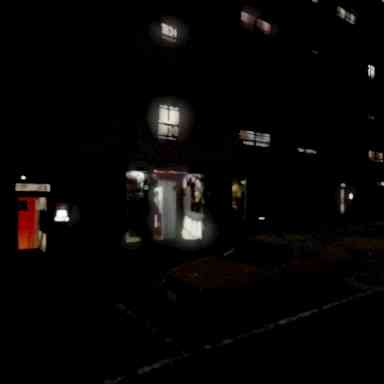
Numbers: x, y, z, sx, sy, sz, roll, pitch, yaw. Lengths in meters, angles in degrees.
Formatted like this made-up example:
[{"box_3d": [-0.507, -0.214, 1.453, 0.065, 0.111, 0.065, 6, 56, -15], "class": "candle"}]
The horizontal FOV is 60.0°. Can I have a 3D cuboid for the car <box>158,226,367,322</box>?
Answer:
[{"box_3d": [1.612, 1.528, 7.224, 4.829, 1.417, 1.752, 0, 1, -35], "class": "car"}]

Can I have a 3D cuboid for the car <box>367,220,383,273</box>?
[{"box_3d": [6.147, 1.532, 10.447, 4.829, 1.417, 1.752, 0, 1, -35], "class": "car"}]
